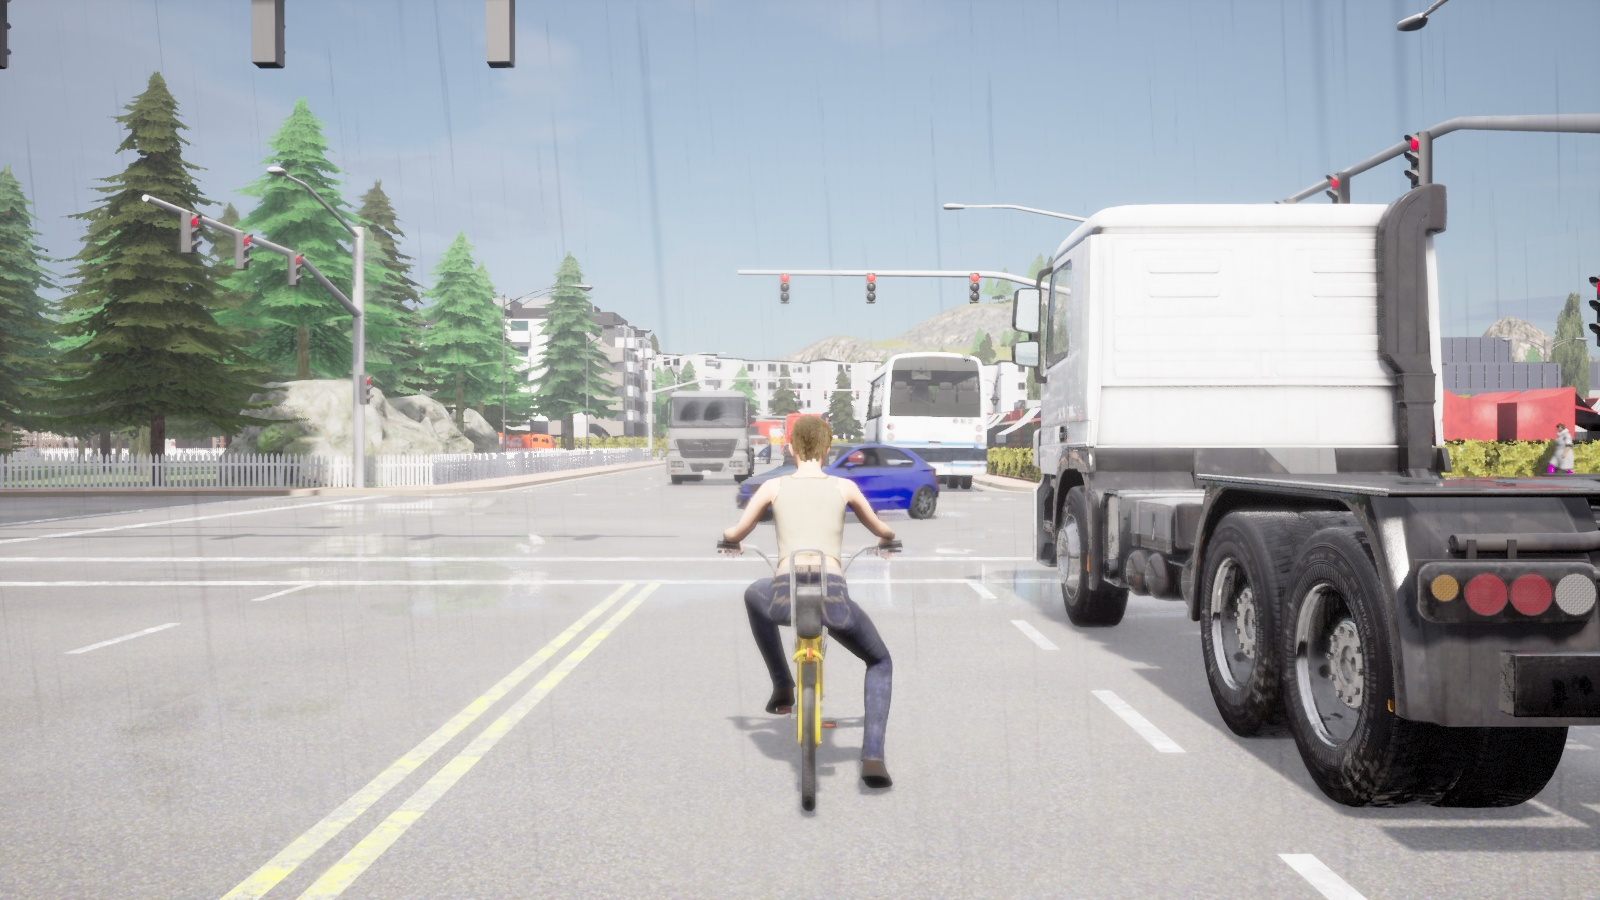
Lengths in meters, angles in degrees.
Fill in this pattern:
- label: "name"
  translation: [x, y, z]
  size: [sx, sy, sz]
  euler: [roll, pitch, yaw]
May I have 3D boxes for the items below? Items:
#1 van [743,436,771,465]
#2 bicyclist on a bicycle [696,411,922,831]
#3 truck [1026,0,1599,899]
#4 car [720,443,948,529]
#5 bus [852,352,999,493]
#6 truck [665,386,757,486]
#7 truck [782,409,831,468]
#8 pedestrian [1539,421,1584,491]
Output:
- label: "van"
  translation: [-2.999, -0.005, 88.944]
  size: [1.775, 1.987, 4.442]
  euler: [0, 0, 1]
- label: "bicyclist on a bicycle"
  translation: [0.042, 0.652, 5.576]
  size: [0.866, 1.612, 1.509]
  euler: [0, 0, 1]
- label: "truck"
  translation: [3.559, -0.277, 7.884]
  size: [2.891, 3.462, 7.936]
  euler: [0, 0, 0]
- label: "car"
  translation: [0.708, 0.618, 23.704]
  size: [4.193, 1.474, 1.816]
  euler: [0, 0, -42]
- label: "bus"
  translation: [4.025, -0.871, 43.430]
  size: [3.944, 4.253, 10.273]
  euler: [1, 0, 0]
- label: "truck"
  translation: [-3.224, -0.507, 47.641]
  size: [2.891, 3.462, 7.936]
  euler: [0, 0, 0]
- label: "truck"
  translation: [0.429, -0.677, 77.768]
  size: [2.891, 3.462, 7.936]
  euler: [0, 0, 1]
- label: "pedestrian"
  translation: [21.340, 0.164, 35.205]
  size: [0.873, 1.952, 0.659]
  euler: [0, 0, 0]
